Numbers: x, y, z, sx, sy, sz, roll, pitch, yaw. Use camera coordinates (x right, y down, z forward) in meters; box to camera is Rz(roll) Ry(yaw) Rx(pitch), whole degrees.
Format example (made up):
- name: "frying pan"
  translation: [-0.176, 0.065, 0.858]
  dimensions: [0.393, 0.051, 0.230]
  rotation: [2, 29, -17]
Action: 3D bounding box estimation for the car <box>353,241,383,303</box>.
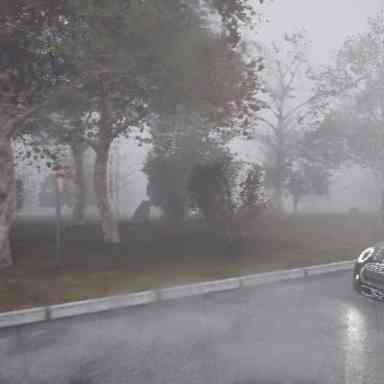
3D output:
- name: "car"
  translation: [5.484, 1.268, 6.813]
  dimensions: [4.553, 1.767, 2.097]
  rotation: [0, 1, -28]
